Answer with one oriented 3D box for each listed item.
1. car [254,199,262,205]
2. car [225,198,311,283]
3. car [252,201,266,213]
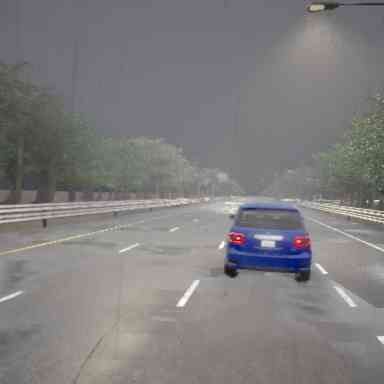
[{"bbox_3d":[15.950,2.423,80.331,1.994,1.385,4.181,2,0,11],"label":"car"},{"bbox_3d":[2.315,1.344,10.487,2.150,2.045,5.566,2,0,11],"label":"car"},{"bbox_3d":[9.192,2.008,45.730,1.837,1.490,4.892,2,0,11],"label":"car"}]
